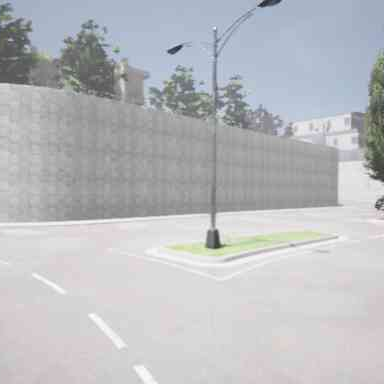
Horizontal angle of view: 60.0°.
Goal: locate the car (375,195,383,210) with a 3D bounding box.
[{"bbox_3d":[26.610,1.378,44.738,5.566,2.045,2.150,1,0,-43],"label":"car"}]
